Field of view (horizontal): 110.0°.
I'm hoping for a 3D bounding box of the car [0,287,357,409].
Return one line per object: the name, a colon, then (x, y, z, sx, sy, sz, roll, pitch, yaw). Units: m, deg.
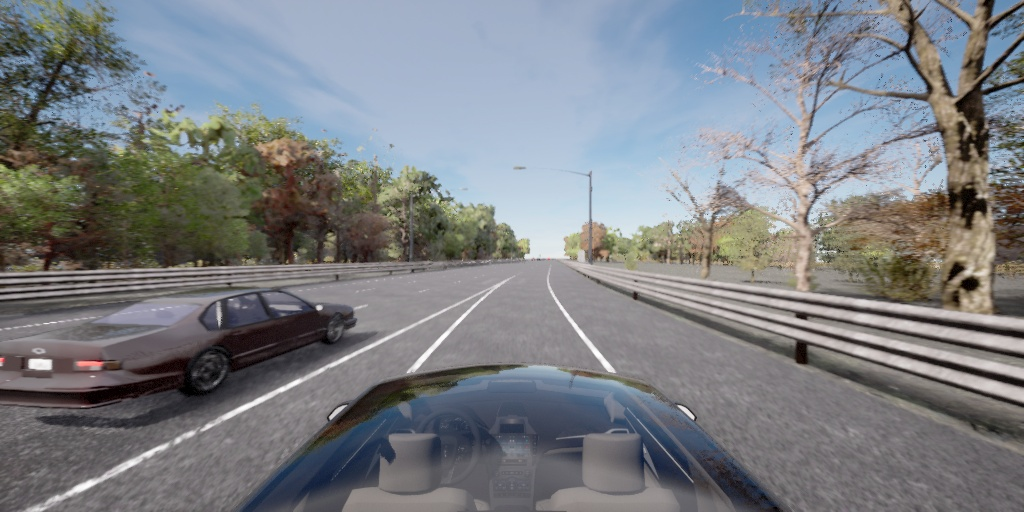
car: (-5.039, 1.280, 6.543, 2.033, 1.411, 5.357, 0, 0, 6)
